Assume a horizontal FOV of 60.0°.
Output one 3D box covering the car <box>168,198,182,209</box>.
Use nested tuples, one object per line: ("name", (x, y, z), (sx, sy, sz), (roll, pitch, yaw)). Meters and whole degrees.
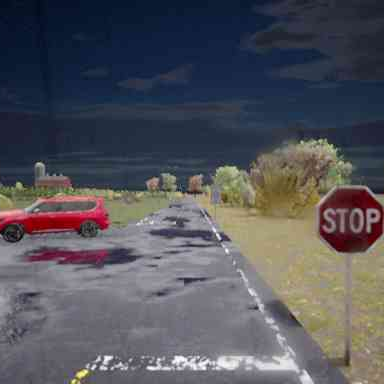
("car", (-2.694, 1.815, 53.158), (1.837, 1.490, 4.892), (0, 0, 0))

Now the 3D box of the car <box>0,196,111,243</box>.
("car", (-6.850, 1.274, 16.501), (5.566, 2.045, 2.150), (0, 3, -28))
